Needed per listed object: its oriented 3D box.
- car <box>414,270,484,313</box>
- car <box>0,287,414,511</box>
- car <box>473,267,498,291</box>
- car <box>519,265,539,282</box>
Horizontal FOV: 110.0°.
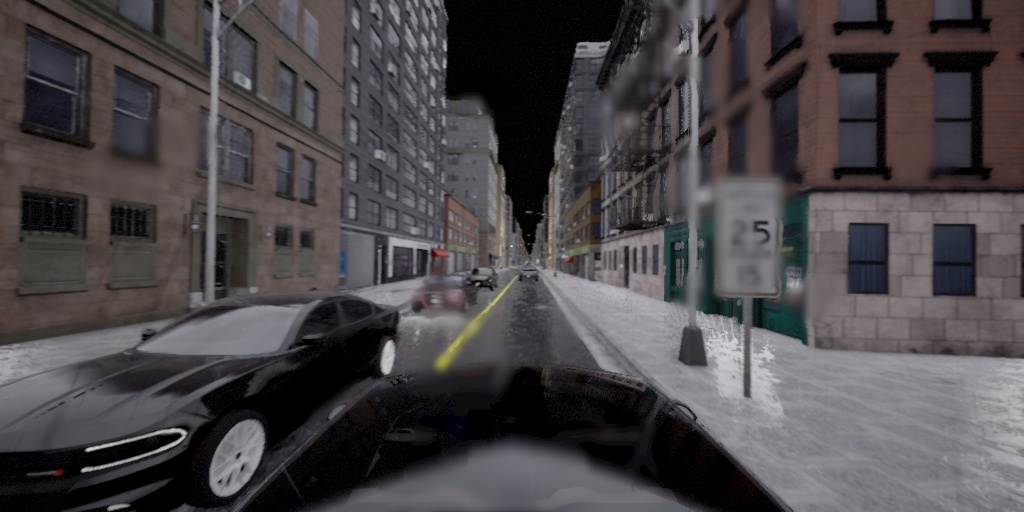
[{"bbox_3d":[-2.541,1.449,14.623,1.994,1.385,4.181,1,-1,3],"label":"car"},{"bbox_3d":[-3.051,1.222,4.587,1.882,1.535,5.008,1,-1,3],"label":"car"},{"bbox_3d":[-2.014,1.536,25.007,1.837,1.490,4.892,1,-1,3],"label":"car"},{"bbox_3d":[1.684,1.728,35.890,2.128,1.511,4.902,1,-1,3],"label":"car"}]
